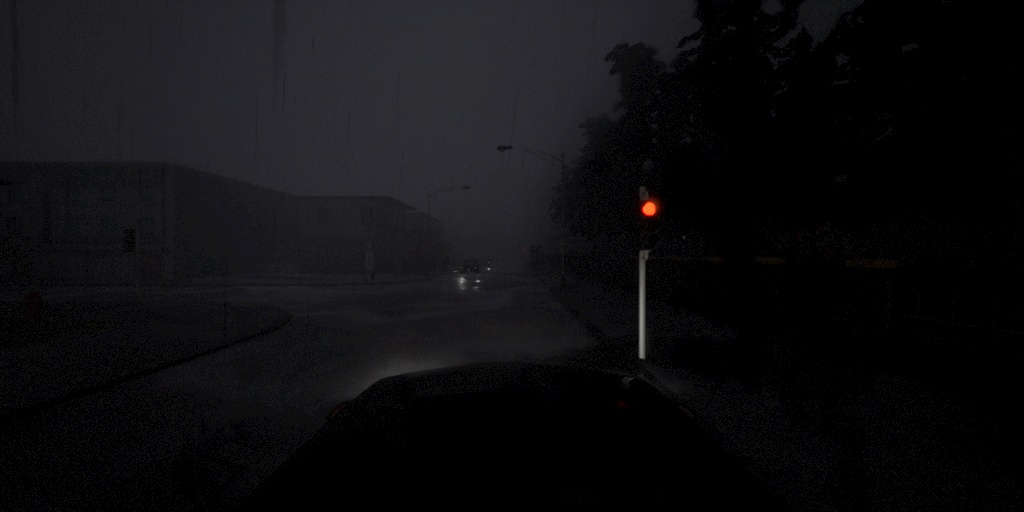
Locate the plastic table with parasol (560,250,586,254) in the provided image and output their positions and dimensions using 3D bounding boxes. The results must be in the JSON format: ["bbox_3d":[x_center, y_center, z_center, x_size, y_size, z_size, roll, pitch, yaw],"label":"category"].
[{"bbox_3d":[9.895,0.302,58.227,2.482,2.480,2.482,0,0,-40],"label":"plastic table with parasol"}]

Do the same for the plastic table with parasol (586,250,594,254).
[{"bbox_3d":[14.585,0.254,63.708,2.482,2.480,2.482,0,0,-42],"label":"plastic table with parasol"}]

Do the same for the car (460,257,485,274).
[{"bbox_3d":[-4.136,1.020,36.522,1.837,1.490,4.892,0,0,0],"label":"car"}]

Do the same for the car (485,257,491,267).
[{"bbox_3d":[-4.134,0.904,53.551,1.837,1.490,4.892,0,0,0],"label":"car"}]

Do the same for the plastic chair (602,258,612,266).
[{"bbox_3d":[14.247,0.949,54.592,0.730,1.272,0.750,0,0,-35],"label":"plastic chair"}]

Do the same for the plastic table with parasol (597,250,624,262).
[{"bbox_3d":[15.219,0.331,55.495,2.482,2.480,2.482,0,0,-40],"label":"plastic table with parasol"}]

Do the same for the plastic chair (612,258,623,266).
[{"bbox_3d":[15.953,0.940,54.498,0.750,1.272,0.730,0,0,-40],"label":"plastic chair"}]
